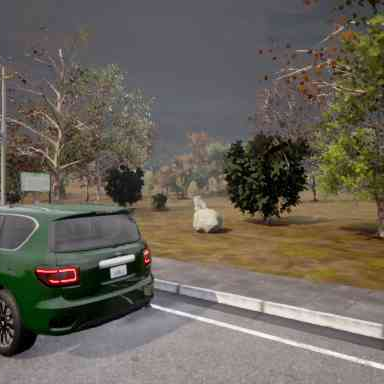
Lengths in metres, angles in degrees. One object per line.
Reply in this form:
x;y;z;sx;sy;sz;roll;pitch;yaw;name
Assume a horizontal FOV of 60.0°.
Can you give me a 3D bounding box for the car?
-3.230;1.221;6.279;5.566;2.045;2.150;0;0;35;car
